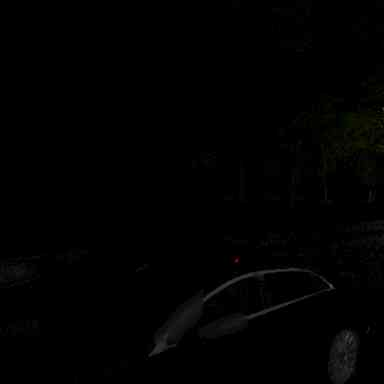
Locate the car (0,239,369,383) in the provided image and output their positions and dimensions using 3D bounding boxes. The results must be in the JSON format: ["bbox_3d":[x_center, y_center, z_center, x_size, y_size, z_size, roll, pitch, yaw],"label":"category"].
[{"bbox_3d":[0.079,1.492,3.743,4.902,1.511,2.128,0,0,-36],"label":"car"}]

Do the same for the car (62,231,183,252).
[{"bbox_3d":[-1.380,1.548,6.695,5.357,1.411,2.033,0,0,-35],"label":"car"}]
